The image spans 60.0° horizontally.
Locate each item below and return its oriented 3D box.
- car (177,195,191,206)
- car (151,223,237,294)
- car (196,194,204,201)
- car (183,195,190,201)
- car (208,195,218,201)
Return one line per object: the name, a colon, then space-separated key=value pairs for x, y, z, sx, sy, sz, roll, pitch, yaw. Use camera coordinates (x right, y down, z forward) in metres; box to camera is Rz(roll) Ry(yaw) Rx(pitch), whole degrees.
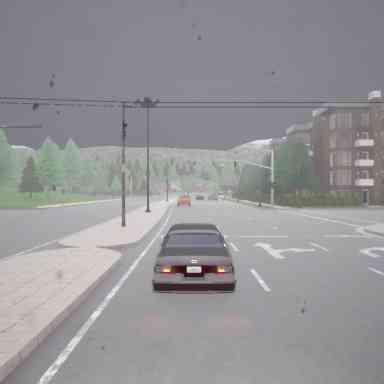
car: x=-1.309 y=1.352 z=54.697 sx=2.097 sy=1.767 sz=4.553 roll=0 pitch=0 yaw=-1
car: x=0.050 y=1.547 z=8.951 sx=2.033 sy=1.411 sz=5.357 roll=0 pitch=0 yaw=0
car: x=2.055 y=1.477 z=85.558 sx=1.882 sy=1.535 sz=5.008 roll=0 pitch=0 yaw=0
car: x=-1.445 y=1.523 z=85.522 sx=1.812 sy=1.442 sz=4.674 roll=0 pitch=0 yaw=0
car: x=5.555 y=1.539 z=85.562 sx=2.033 sy=1.411 sz=5.357 roll=0 pitch=0 yaw=0
